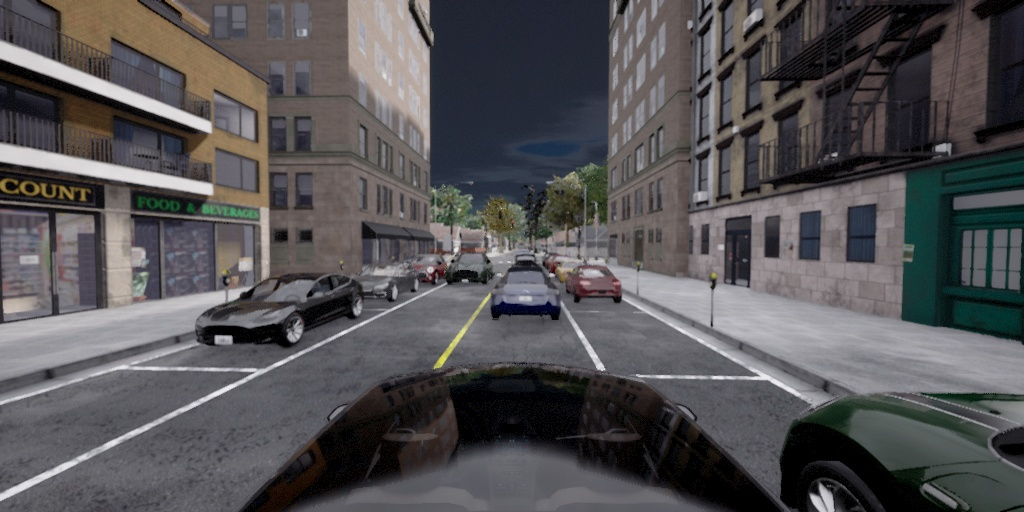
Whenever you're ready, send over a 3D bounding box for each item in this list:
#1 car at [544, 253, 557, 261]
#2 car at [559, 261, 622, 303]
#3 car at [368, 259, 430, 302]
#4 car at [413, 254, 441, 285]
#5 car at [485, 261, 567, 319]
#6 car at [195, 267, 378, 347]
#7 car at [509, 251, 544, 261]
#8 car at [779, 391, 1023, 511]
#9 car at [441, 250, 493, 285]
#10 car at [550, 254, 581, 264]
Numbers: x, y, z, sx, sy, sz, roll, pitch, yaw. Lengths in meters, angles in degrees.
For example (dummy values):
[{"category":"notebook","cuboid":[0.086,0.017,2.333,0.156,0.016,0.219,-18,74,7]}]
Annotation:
[{"category":"car","cuboid":[3.484,0.622,24.951,1.888,1.381,4.507,0,0,2]},{"category":"car","cuboid":[3.059,0.979,13.927,1.802,1.307,4.207,0,0,2]},{"category":"car","cuboid":[-4.960,0.917,14.232,2.007,1.370,4.403,0,0,2]},{"category":"car","cuboid":[-4.748,0.646,19.744,1.967,1.591,4.097,0,0,2]},{"category":"car","cuboid":[0.426,1.028,11.397,1.994,1.385,4.181,0,2,2]},{"category":"car","cuboid":[-5.172,1.094,8.720,1.948,1.339,4.313,0,0,2]},{"category":"car","cuboid":[0.902,0.611,23.764,1.837,1.490,4.892,0,2,2]},{"category":"car","cuboid":[2.902,1.141,0.650,2.097,1.767,4.553,0,2,2]},{"category":"car","cuboid":[-2.203,0.565,19.736,2.097,1.767,4.553,0,2,2]},{"category":"car","cuboid":[3.278,0.762,19.609,1.751,1.417,4.829,0,0,2]}]
